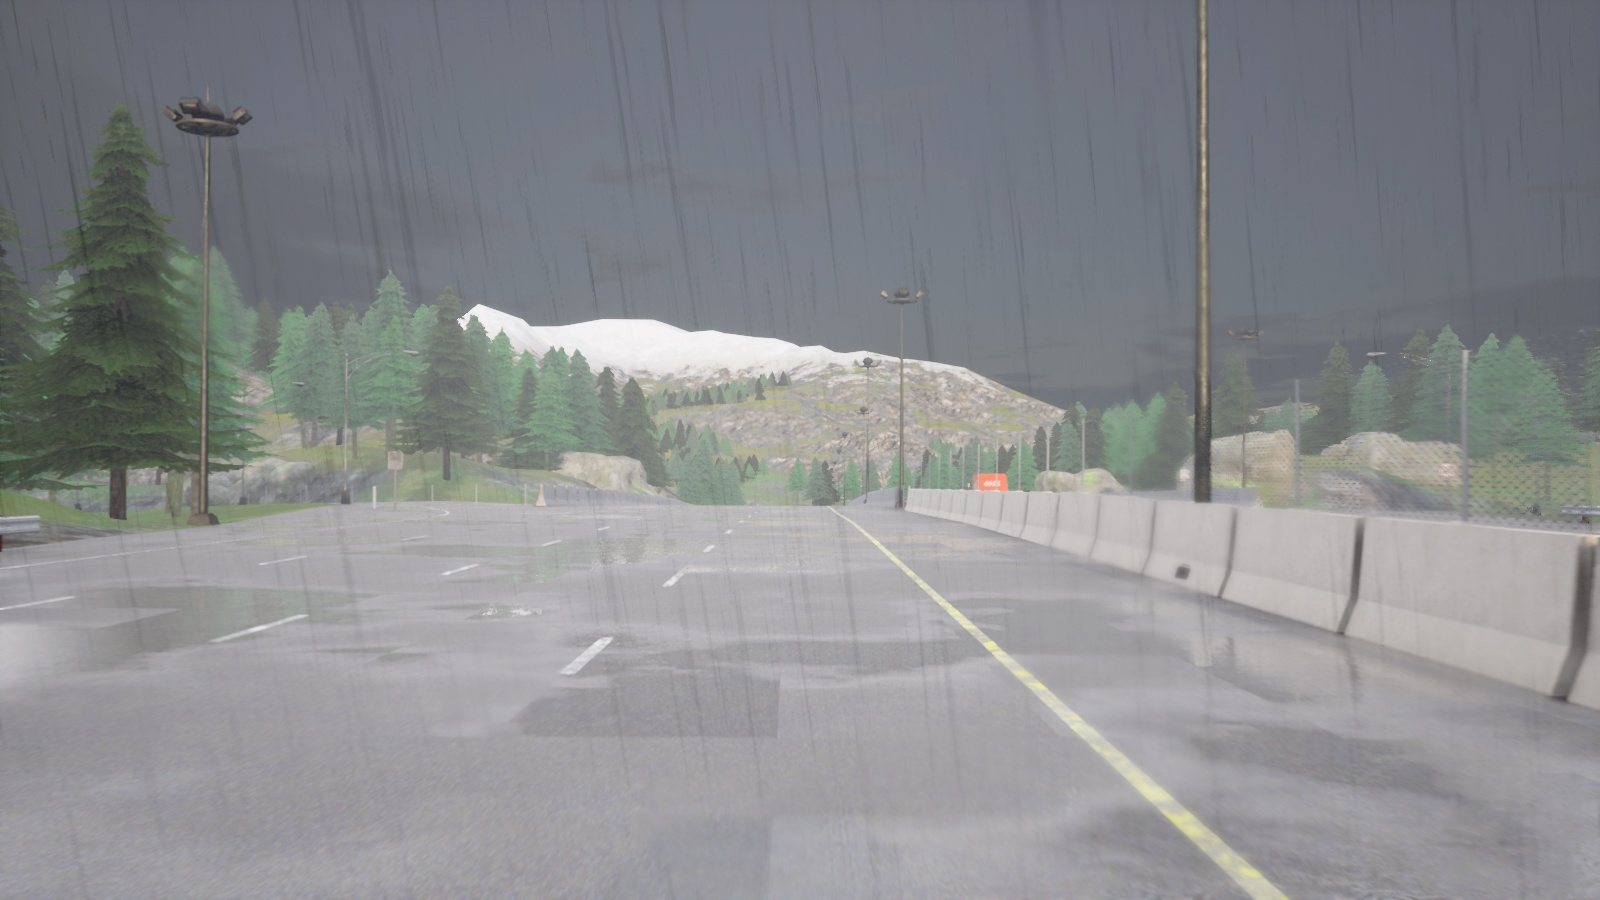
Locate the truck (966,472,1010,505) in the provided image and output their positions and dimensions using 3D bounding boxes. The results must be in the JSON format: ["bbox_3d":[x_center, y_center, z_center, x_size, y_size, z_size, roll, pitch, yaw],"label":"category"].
[{"bbox_3d":[14.251,2.970,95.453,2.627,2.467,5.204,0,-2,1],"label":"truck"}]
